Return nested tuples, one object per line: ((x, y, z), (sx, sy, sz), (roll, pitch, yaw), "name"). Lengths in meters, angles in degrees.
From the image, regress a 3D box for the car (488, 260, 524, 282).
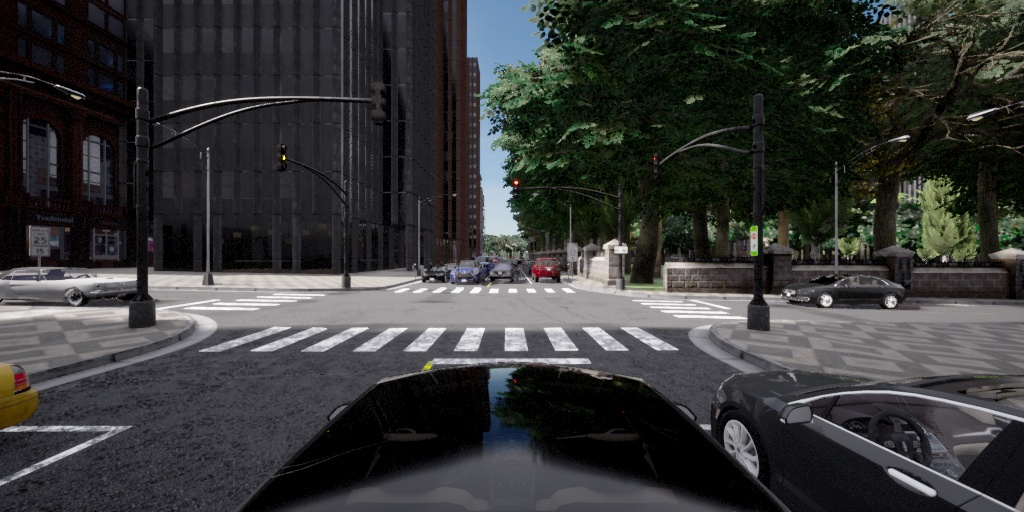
((-0.514, 1.308, 28.826), (2.033, 1.411, 5.357), (0, 0, 8), "car")

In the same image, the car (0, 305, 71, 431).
((-5.760, 1.275, 1.536), (1.751, 1.417, 4.829), (0, 0, 0), "car")

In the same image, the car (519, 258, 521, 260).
((2.574, 1.230, 55.692), (1.967, 1.591, 4.097), (0, 0, 0), "car")

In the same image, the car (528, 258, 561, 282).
((2.670, 1.075, 28.410), (2.192, 1.841, 5.009), (0, 0, 0), "car")

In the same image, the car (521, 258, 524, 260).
((2.593, 1.334, 50.235), (2.007, 1.370, 4.403), (0, 0, 0), "car")

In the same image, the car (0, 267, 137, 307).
((-16.480, 1.069, 13.109), (4.718, 1.301, 1.895), (1, 0, -1), "car")

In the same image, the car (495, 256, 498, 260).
((-3.248, 1.132, 46.749), (2.097, 1.767, 4.553), (0, 0, 0), "car")

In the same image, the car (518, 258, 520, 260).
((2.555, 1.236, 61.148), (1.967, 1.591, 4.097), (0, 0, 0), "car")

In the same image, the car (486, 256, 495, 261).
((-3.217, 0.990, 36.567), (2.150, 2.045, 5.566), (0, 0, 0), "car")

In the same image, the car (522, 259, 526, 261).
((2.613, 1.328, 44.778), (2.007, 1.370, 4.403), (0, 0, 0), "car")

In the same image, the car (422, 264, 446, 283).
((-5.855, 1.326, 28.370), (1.948, 1.339, 4.313), (0, 0, 0), "car")

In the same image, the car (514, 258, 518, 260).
((-0.109, 1.398, 61.814), (1.895, 1.301, 4.718), (0, 0, 0), "car")

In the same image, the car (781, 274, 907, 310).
((15.217, 1.591, 16.597), (4.892, 1.490, 1.837), (1, 0, -1), "car")

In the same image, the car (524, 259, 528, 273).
((2.632, 1.338, 39.322), (1.948, 1.339, 4.313), (0, 0, 0), "car")

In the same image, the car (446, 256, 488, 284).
((-3.251, 1.111, 26.807), (2.097, 1.767, 4.553), (0, 0, 1), "car")

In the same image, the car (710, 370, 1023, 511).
((2.764, 1.300, 1.745), (2.007, 1.370, 4.403), (0, 0, 0), "car")

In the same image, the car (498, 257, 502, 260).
((-3.248, 1.013, 57.256), (2.150, 2.045, 5.566), (0, 0, 0), "car")
